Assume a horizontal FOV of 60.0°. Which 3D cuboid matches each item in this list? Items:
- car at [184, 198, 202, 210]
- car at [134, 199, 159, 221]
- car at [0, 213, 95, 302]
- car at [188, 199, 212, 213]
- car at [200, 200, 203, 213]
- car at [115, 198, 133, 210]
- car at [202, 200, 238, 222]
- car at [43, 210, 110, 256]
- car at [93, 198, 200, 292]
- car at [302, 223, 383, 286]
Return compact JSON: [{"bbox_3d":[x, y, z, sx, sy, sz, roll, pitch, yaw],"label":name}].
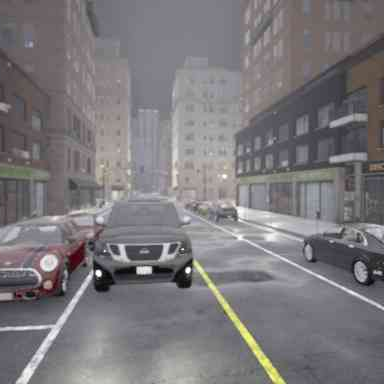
[{"bbox_3d":[0.058,1.507,42.542,1.802,1.307,4.206,0,0,-8],"label":"car"},{"bbox_3d":[-3.832,1.422,27.935,1.882,1.535,5.008,0,0,-8],"label":"car"},{"bbox_3d":[-3.779,1.418,8.167,1.967,1.590,4.097,0,0,-8],"label":"car"},{"bbox_3d":[0.828,1.505,37.009,1.947,1.339,4.313,0,0,-8],"label":"car"},{"bbox_3d":[1.575,1.477,31.645,1.752,1.417,4.829,0,0,-8],"label":"car"},{"bbox_3d":[-8.405,1.448,41.361,1.887,1.381,4.507,0,0,-8],"label":"car"},{"bbox_3d":[2.368,1.516,25.944,2.008,1.369,4.403,0,0,-8],"label":"car"},{"bbox_3d":[-4.549,1.549,13.700,1.802,1.307,4.206,0,0,-8],"label":"car"},{"bbox_3d":[-1.345,1.204,9.356,2.150,2.045,5.566,0,0,-8],"label":"car"},{"bbox_3d":[4.678,1.550,9.346,2.008,1.369,4.403,-1,0,-8],"label":"car"}]
